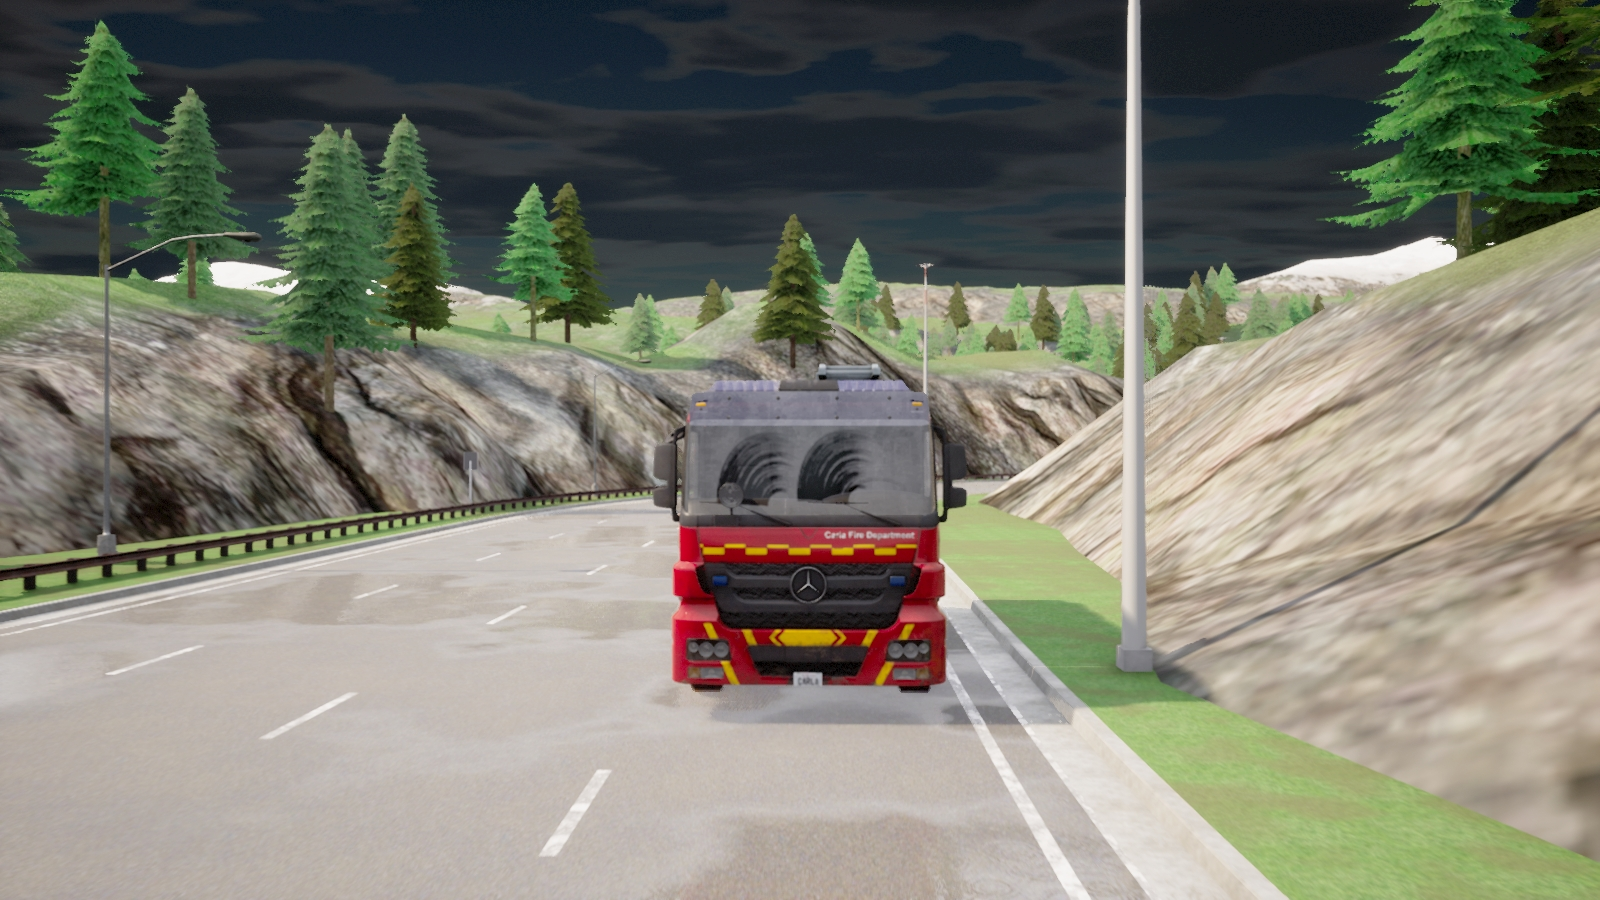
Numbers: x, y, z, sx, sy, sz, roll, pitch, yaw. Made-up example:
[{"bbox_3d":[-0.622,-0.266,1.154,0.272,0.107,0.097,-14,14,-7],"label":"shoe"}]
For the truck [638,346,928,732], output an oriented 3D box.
[{"bbox_3d":[-0.063,0.889,15.601,2.891,3.827,8.468,0,0,2],"label":"truck"}]
